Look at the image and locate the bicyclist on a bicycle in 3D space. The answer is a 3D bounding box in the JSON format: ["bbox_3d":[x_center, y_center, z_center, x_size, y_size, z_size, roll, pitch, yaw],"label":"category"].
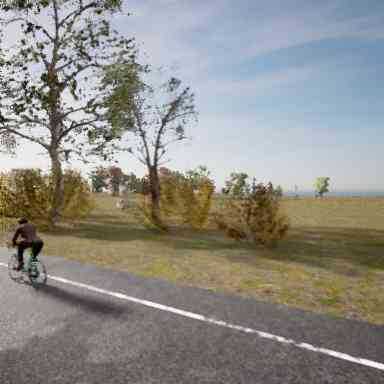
[{"bbox_3d":[-3.909,1.412,7.847,1.656,1.620,0.582,0,0,35],"label":"bicyclist on a bicycle"}]
